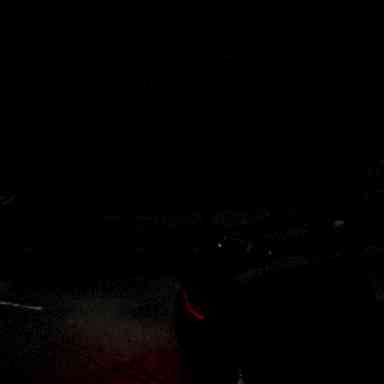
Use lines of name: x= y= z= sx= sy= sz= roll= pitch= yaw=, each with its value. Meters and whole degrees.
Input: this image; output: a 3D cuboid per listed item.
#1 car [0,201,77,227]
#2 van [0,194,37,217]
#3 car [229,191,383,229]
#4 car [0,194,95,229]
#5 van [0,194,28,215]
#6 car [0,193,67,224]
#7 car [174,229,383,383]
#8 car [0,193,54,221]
car: x=-10.708 y=1.429 z=23.352 sx=2.163 sy=1.488 sz=4.792 roll=0 pitch=0 yaw=28
van: x=-16.580 y=1.185 z=30.100 sx=1.878 sy=1.987 sz=4.442 roll=0 pitch=0 yaw=28
car: x=3.246 y=1.108 z=8.191 sx=5.566 sy=2.045 sz=2.150 roll=-1 pitch=2 yaw=-28
car: x=-8.735 y=1.145 z=21.203 sx=2.435 sy=2.045 sz=5.566 roll=0 pitch=0 yaw=28
van: x=-18.553 y=1.189 z=32.305 sx=1.878 sy=1.987 sz=4.442 roll=0 pitch=0 yaw=28
car: x=-12.693 y=1.152 z=25.557 sx=2.435 sy=2.045 sz=5.566 roll=0 pitch=0 yaw=28
car: x=2.272 y=1.430 z=4.391 sx=5.008 sy=1.535 sz=1.882 roll=0 pitch=2 yaw=-2
car: x=-14.666 y=1.156 z=27.763 sx=2.435 sy=2.045 sz=5.566 roll=0 pitch=0 yaw=28
